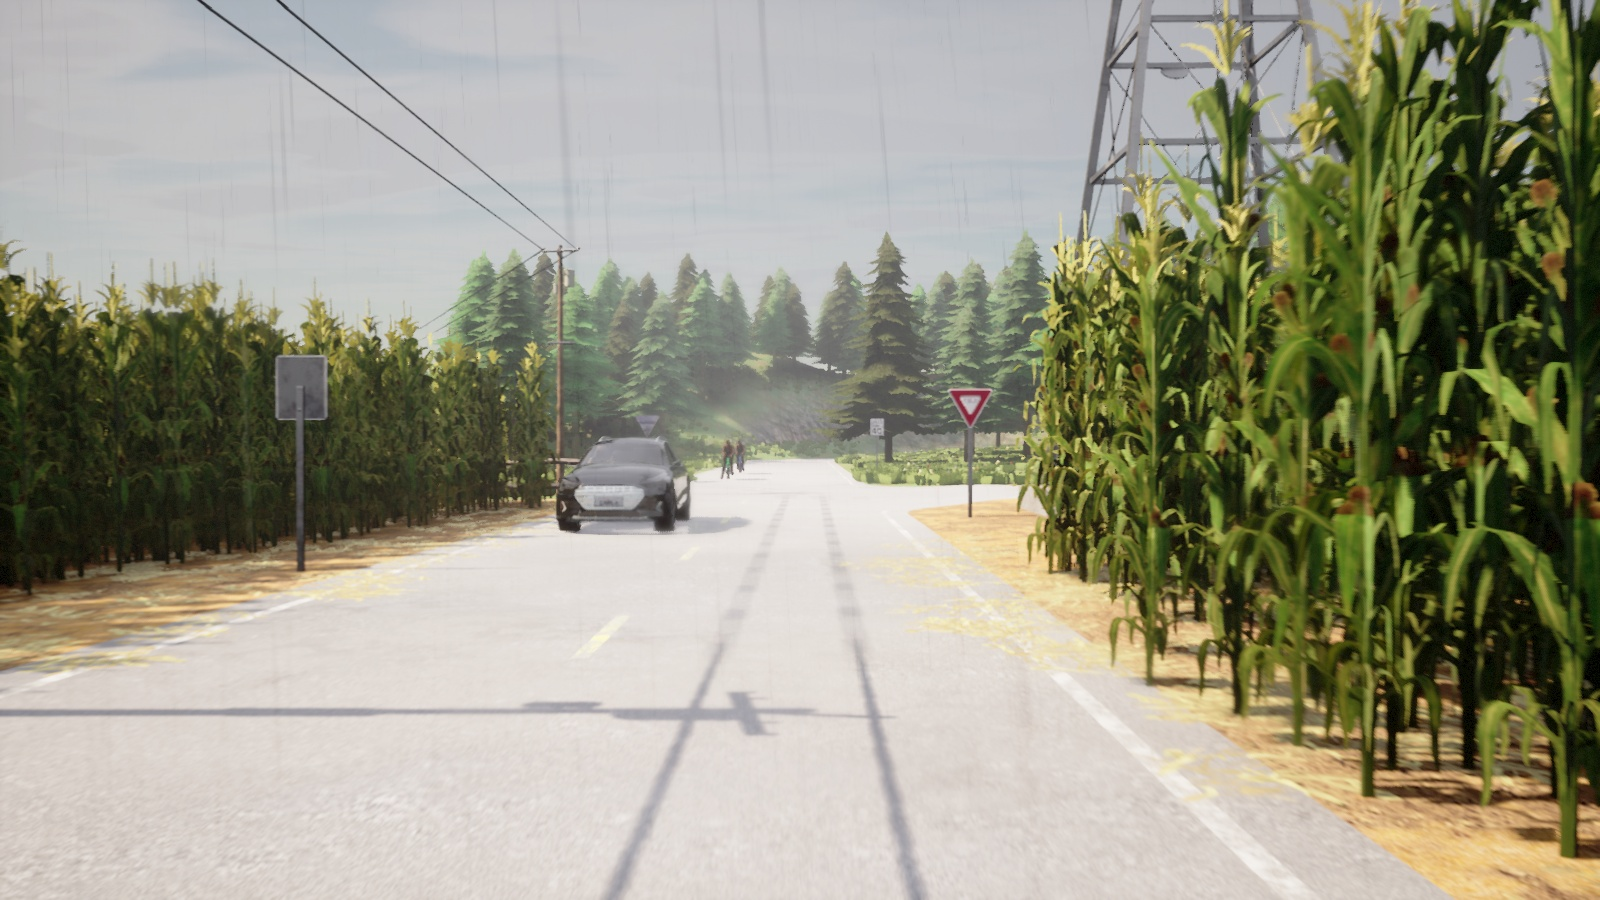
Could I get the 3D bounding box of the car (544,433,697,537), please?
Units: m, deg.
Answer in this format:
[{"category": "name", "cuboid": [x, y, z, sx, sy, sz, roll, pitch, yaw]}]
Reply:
[{"category": "car", "cuboid": [-3.074, 0.547, 22.509, 2.033, 1.649, 4.856, 0, 0, 0]}]
